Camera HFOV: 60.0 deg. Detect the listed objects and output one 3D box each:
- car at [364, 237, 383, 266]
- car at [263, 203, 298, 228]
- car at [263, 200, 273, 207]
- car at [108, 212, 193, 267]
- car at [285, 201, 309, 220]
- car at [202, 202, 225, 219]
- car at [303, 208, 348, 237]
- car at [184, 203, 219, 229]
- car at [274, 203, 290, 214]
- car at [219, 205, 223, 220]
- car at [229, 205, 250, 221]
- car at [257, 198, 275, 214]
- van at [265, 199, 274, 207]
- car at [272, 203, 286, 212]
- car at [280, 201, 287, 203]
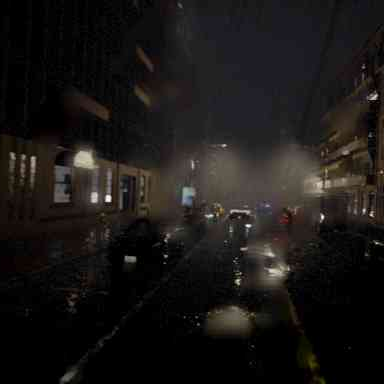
[{"bbox_3d":[6.873,1.906,10.269,1.947,1.339,4.313,2,0,9],"label":"car"},{"bbox_3d":[6.919,1.937,26.512,1.837,1.490,4.892,2,0,10],"label":"car"},{"bbox_3d":[18.887,2.829,82.704,1.947,1.339,4.313,2,0,9],"label":"car"},{"bbox_3d":[-1.388,1.569,11.643,1.947,1.339,4.313,2,0,9],"label":"car"},{"bbox_3d":[10.574,2.057,32.557,1.967,1.590,4.097,2,0,9],"label":"car"},{"bbox_3d":[2.283,1.803,33.763,1.752,1.417,4.829,2,0,9],"label":"car"},{"bbox_3d":[8.722,2.028,21.413,2.008,1.369,4.403,2,0,9],"label":"car"},{"bbox_3d":[0.462,1.691,22.786,2.008,1.369,4.403,2,0,9],"label":"car"},{"bbox_3d":[13.341,2.409,49.272,1.802,1.307,4.206,2,0,9],"label":"car"},{"bbox_3d":[1.390,1.650,28.360,1.967,1.590,4.097,2,0,9],"label":"car"},{"bbox_3d":[4.573,1.962,31.564,1.895,1.301,4.718,2,0,10],"label":"car"},{"bbox_3d":[9.878,1.878,44.300,2.150,2.045,5.566,2,0,10],"label":"car"},{"bbox_3d":[17.972,2.530,77.133,1.690,1.788,3.998,2,0,9],"label":"van"},{"bbox_3d":[14.266,2.479,54.844,1.802,1.307,4.206,2,0,9],"label":"car"},{"bbox_3d":[12.429,2.072,43.702,2.192,1.841,5.009,2,0,9],"label":"car"}]
